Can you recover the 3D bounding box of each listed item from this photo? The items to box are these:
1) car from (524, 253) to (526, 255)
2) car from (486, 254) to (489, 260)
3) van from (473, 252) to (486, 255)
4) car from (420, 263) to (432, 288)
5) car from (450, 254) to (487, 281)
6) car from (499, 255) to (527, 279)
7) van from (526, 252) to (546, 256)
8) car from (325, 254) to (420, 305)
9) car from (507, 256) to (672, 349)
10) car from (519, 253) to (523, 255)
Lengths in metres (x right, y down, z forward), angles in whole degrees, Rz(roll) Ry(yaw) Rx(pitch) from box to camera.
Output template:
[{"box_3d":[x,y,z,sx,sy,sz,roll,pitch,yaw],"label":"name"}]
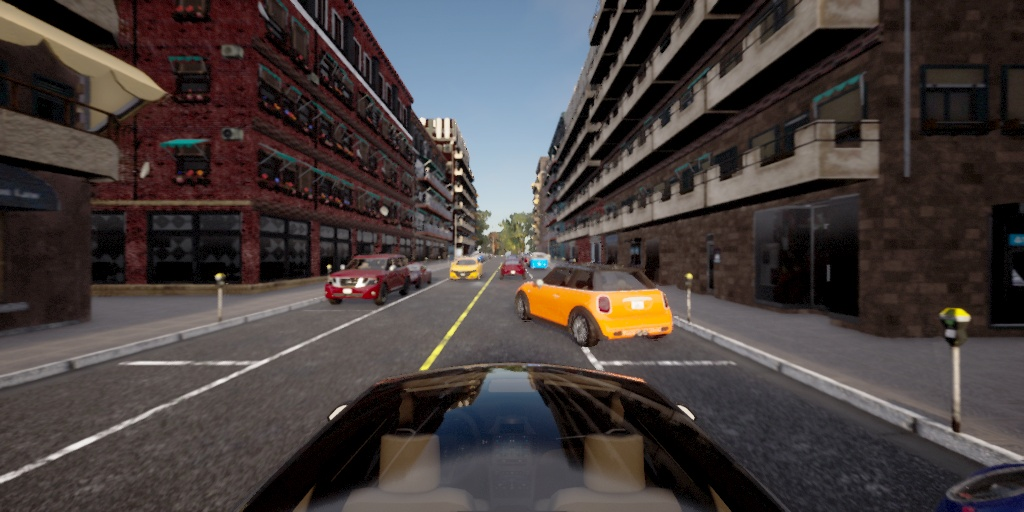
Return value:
[{"box_3d":[2.695,0.631,42.880,1.751,1.417,4.829,0,0,0],"label":"car"},{"box_3d":[-5.695,0.306,65.030,2.007,1.370,4.403,0,0,0],"label":"car"},{"box_3d":[-5.695,0.184,59.461,1.690,1.789,3.998,0,0,0],"label":"van"},{"box_3d":[-5.691,1.037,20.468,1.802,1.307,4.207,0,0,0],"label":"car"},{"box_3d":[-3.097,0.860,25.050,1.882,1.535,5.008,0,1,0],"label":"car"},{"box_3d":[0.078,0.883,26.643,1.812,1.442,4.674,0,1,0],"label":"car"},{"box_3d":[2.691,0.534,37.140,1.690,1.789,3.998,0,0,0],"label":"van"},{"box_3d":[-5.691,0.857,14.897,2.192,1.841,5.009,0,0,0],"label":"car"},{"box_3d":[1.750,0.983,9.234,2.097,1.767,4.553,0,1,-22],"label":"car"},{"box_3d":[0.089,0.592,45.231,1.812,1.442,4.674,0,1,0],"label":"car"}]
